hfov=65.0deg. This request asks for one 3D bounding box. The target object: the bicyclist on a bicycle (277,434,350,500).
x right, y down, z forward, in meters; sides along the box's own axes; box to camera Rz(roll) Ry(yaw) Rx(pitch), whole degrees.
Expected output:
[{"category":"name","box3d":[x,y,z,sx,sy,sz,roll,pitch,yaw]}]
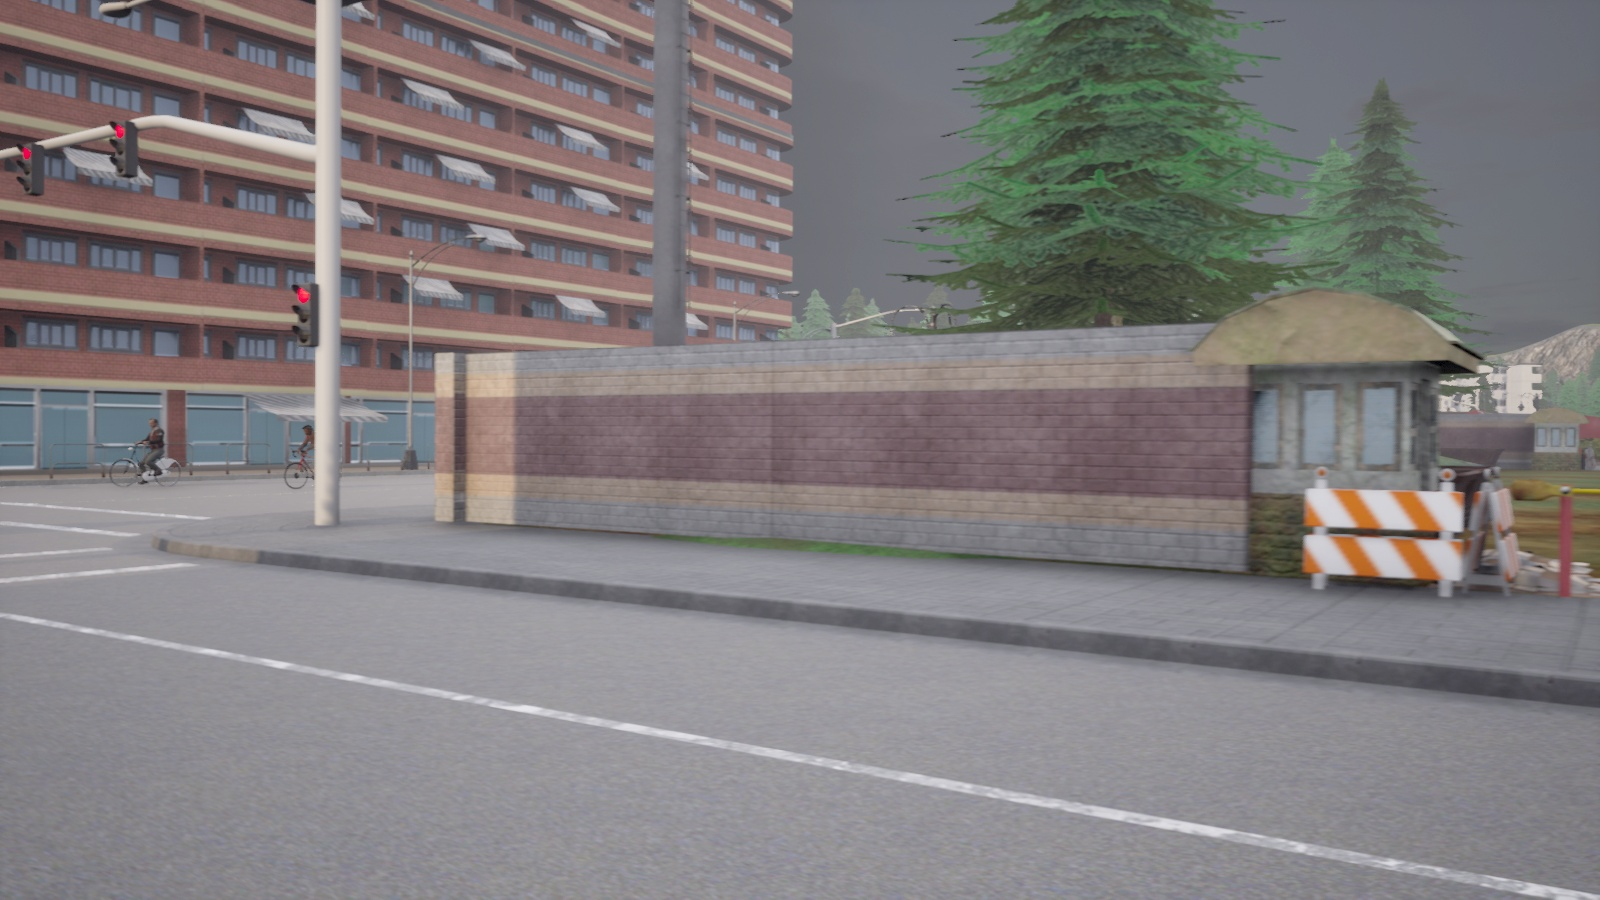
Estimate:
[{"category":"bicyclist on a bicycle","box3d":[-12.330,0.410,31.859,0.582,1.620,1.656,0,1,33]}]

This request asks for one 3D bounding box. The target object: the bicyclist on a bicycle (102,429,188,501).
[{"category":"bicyclist on a bicycle","box3d":[-16.562,0.371,31.792,0.659,1.776,1.843,0,0,33]}]
